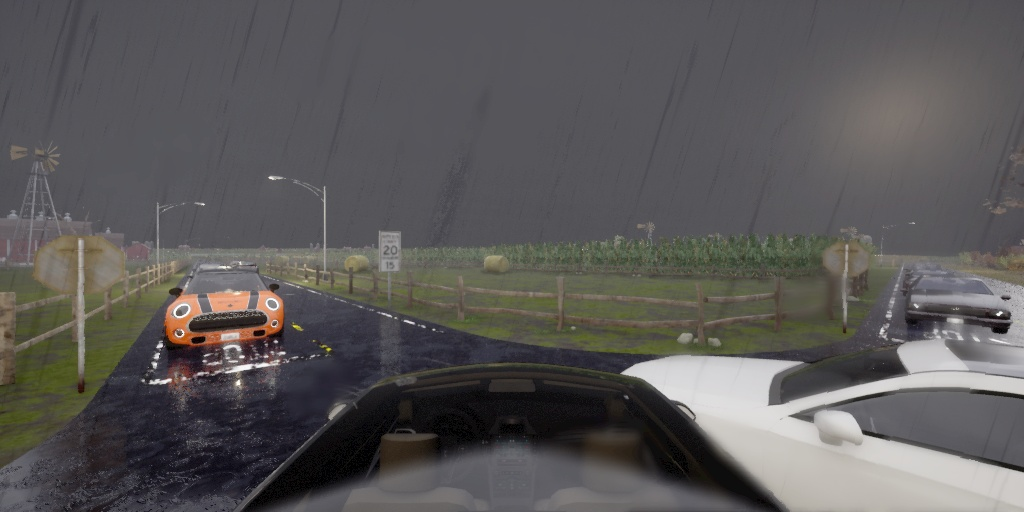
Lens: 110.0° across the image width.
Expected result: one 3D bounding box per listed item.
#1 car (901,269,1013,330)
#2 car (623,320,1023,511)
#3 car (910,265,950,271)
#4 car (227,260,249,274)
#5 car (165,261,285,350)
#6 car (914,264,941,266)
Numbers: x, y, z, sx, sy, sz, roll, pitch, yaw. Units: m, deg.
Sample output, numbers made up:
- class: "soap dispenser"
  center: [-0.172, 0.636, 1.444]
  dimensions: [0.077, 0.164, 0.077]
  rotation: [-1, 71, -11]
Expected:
- class: "car"
  center: [13.635, 1.334, 11.180]
  dimensions: [5.357, 1.411, 2.033]
  rotation: [0, 1, -42]
- class: "car"
  center: [2.859, 1.293, 2.226]
  dimensions: [1.812, 1.442, 4.674]
  rotation: [0, 1, -43]
- class: "car"
  center: [21.039, 1.363, 17.892]
  dimensions: [4.181, 1.385, 1.994]
  rotation: [0, 1, -43]
- class: "car"
  center: [-33.237, 1.273, 43.379]
  dimensions: [1.837, 1.490, 4.892]
  rotation: [0, 0, -41]
- class: "car"
  center: [-7.472, 1.138, 9.432]
  dimensions: [2.097, 1.767, 4.553]
  rotation: [0, 0, -39]
- class: "car"
  center: [28.675, 1.307, 24.803]
  dimensions: [4.902, 1.511, 2.128]
  rotation: [0, 1, -42]
